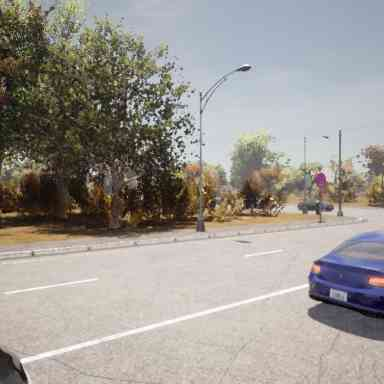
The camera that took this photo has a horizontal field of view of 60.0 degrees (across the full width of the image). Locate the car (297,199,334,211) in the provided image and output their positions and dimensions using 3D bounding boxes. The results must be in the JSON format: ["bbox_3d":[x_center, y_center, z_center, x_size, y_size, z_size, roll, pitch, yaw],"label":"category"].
[{"bbox_3d":[14.616,1.559,39.447,1.994,1.385,4.181,0,0,-32],"label":"car"}]

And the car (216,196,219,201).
[{"bbox_3d":[3.987,1.455,56.270,1.812,1.442,4.674,0,1,-32],"label":"car"}]

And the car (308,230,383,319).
[{"bbox_3d":[4.276,1.525,6.801,4.674,1.442,1.812,0,0,-36],"label":"car"}]

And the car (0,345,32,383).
[{"bbox_3d":[-3.324,1.492,1.375,4.902,1.511,2.128,0,0,-35],"label":"car"}]

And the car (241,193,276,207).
[{"bbox_3d":[10.479,1.196,52.917,2.150,2.045,5.566,0,0,-32],"label":"car"}]

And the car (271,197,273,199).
[{"bbox_3d":[9.500,1.211,47.538,2.150,2.045,5.566,0,0,-33],"label":"car"}]
